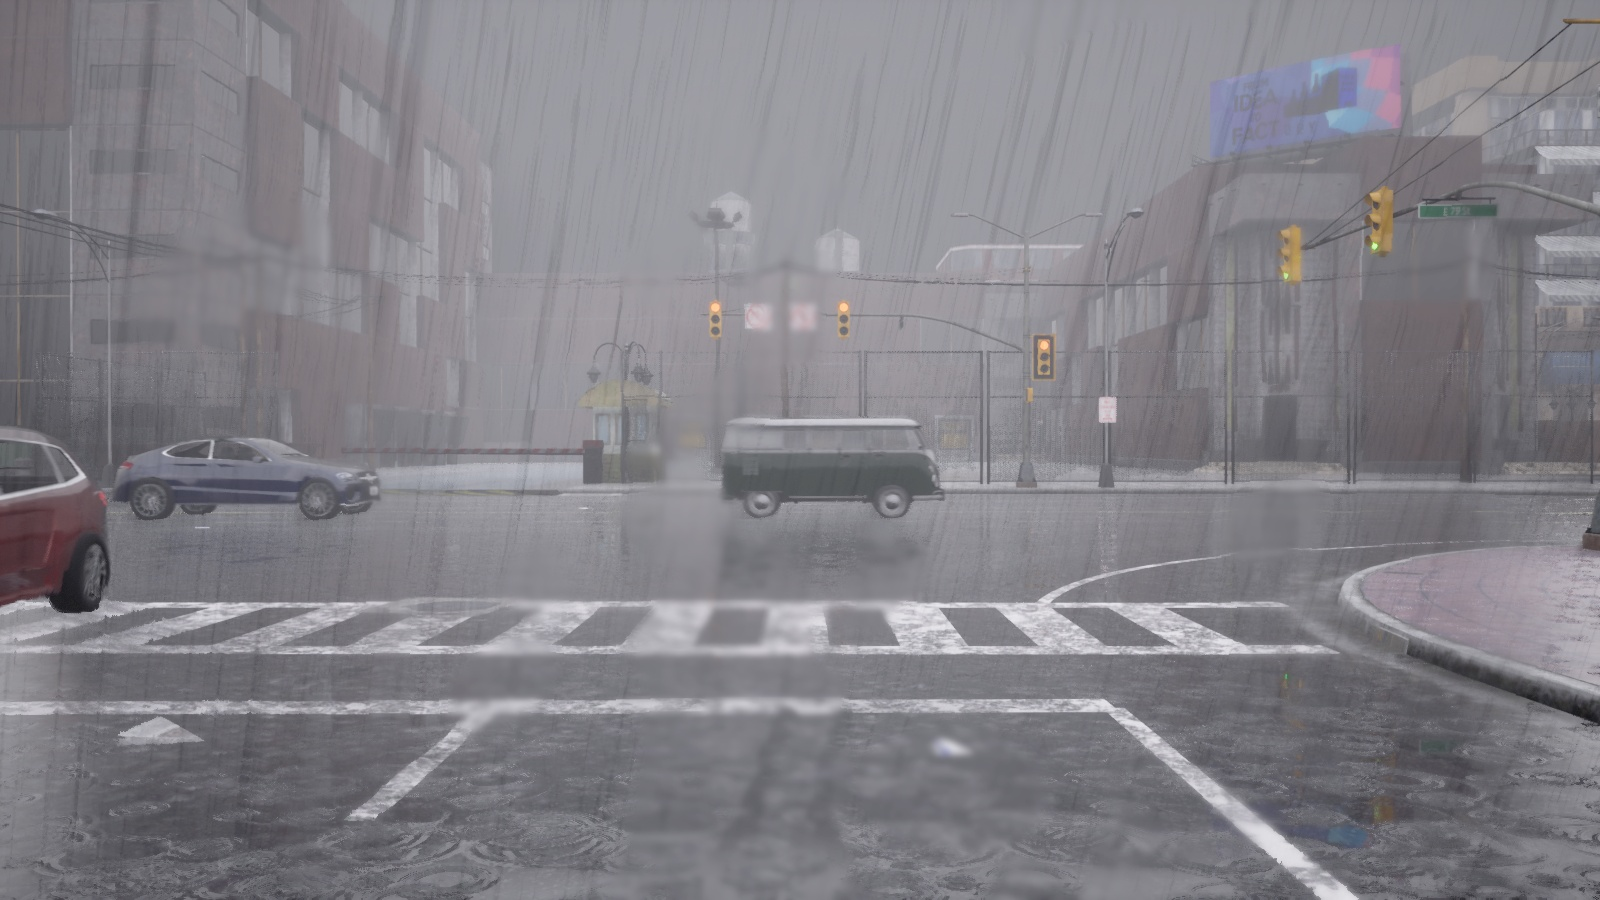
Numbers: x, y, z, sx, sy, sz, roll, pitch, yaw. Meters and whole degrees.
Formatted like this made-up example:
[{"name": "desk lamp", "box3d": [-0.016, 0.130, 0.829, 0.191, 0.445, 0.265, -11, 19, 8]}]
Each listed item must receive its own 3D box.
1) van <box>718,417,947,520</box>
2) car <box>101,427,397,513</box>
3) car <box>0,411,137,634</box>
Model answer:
[{"name": "van", "box3d": [0.641, 0.357, 25.235, 4.442, 1.987, 1.775, 0, 0, 0]}, {"name": "car", "box3d": [-10.985, 0.373, 25.326, 5.027, 1.651, 2.152, 0, 0, 0]}, {"name": "car", "box3d": [-7.118, 0.531, 9.446, 2.242, 1.667, 4.611, 0, 0, -7]}]
